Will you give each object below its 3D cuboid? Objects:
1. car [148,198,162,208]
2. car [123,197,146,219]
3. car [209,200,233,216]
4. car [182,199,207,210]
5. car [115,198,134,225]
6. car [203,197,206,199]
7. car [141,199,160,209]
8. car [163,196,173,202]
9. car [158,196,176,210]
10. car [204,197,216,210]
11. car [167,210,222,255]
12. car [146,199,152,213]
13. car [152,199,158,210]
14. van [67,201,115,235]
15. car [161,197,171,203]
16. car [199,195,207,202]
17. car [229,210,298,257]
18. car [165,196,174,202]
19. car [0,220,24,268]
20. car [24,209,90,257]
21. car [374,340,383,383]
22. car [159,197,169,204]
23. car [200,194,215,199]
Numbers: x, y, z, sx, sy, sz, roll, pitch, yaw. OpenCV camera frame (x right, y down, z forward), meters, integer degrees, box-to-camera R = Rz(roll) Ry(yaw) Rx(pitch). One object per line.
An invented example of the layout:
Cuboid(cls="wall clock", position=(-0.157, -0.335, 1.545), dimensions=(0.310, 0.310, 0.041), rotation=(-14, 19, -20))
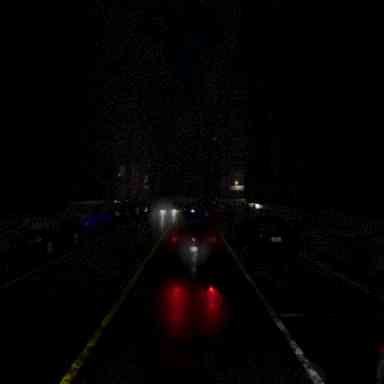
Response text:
Cuboid(cls="car", position=(-5.773, 1.700, 52.397), dimensions=(1.802, 1.307, 4.206), rotation=(0, 0, 0))
Cuboid(cls="car", position=(-5.770, 1.379, 29.851), dimensions=(2.192, 1.841, 5.009), rotation=(0, 0, 0))
Cuboid(cls="car", position=(2.756, 1.646, 29.858), dimensions=(1.802, 1.307, 4.206), rotation=(0, 0, 0))
Cuboid(cls="car", position=(0.083, 1.630, 30.526), dimensions=(1.994, 1.385, 4.181), rotation=(0, 0, 0))
Cuboid(cls="car", position=(-5.769, 1.491, 24.214), dimensions=(1.967, 1.590, 4.097), rotation=(0, 0, 0))
Cuboid(cls="car", position=(2.753, 1.686, 46.767), dimensions=(1.802, 1.307, 4.206), rotation=(0, 0, 0))
Cuboid(cls="car", position=(-5.772, 1.654, 46.760), dimensions=(2.008, 1.369, 4.403), rotation=(0, 0, 0))
Cuboid(cls="car", position=(-5.777, 1.769, 80.580), dimensions=(1.947, 1.339, 4.313), rotation=(0, 0, 0))
Cuboid(cls="car", position=(-3.096, 1.623, 44.541), dimensions=(1.812, 1.442, 4.674), rotation=(0, 0, 0))
Cuboid(cls="car", position=(2.754, 1.672, 41.130), dimensions=(1.802, 1.307, 4.206), rotation=(0, 0, 0))
Cuboid(cls="car", position=(0.080, 1.628, 13.376), dimensions=(1.895, 1.301, 4.718), rotation=(0, 0, 0))
Cuboid(cls="car", position=(-5.770, 1.643, 35.487), dimensions=(1.947, 1.339, 4.313), rotation=(0, 0, 0))
Cuboid(cls="car", position=(-5.771, 1.656, 41.124), dimensions=(1.947, 1.339, 4.313), rotation=(0, 0, 0))
Cuboid(cls="van", position=(-5.769, 1.380, 18.578), dimensions=(1.690, 1.788, 3.998), rotation=(0, 0, 0))
Cuboid(cls="car", position=(-5.776, 1.751, 74.943), dimensions=(1.947, 1.339, 4.313), rotation=(0, 0, 0))
Cuboid(cls="car", position=(2.747, 1.663, 86.220), dimensions=(1.967, 1.590, 4.097), rotation=(0, 0, 0))
Cuboid(cls="car", position=(2.758, 1.592, 12.948), dimensions=(1.947, 1.339, 4.313), rotation=(0, 0, 0))
Cuboid(cls="car", position=(-5.778, 1.773, 86.216), dimensions=(2.008, 1.369, 4.403), rotation=(0, 0, 0))
Cuboid(cls="car", position=(-5.766, 1.539, 7.134), dimensions=(1.752, 1.417, 4.829), rotation=(0, 0, 0))
Cuboid(cls="car", position=(-5.767, 1.577, 12.940), dimensions=(2.008, 1.369, 4.403), rotation=(0, 0, 0))
Cuboid(cls="car", position=(2.759, 1.444, 1.676), dimensions=(1.967, 1.590, 4.097), rotation=(0, 0, 0))
Cuboid(cls="car", position=(-5.775, 1.749, 69.307), dimensions=(1.802, 1.307, 4.206), rotation=(0, 0, 0))
Cuboid(cls="car", position=(2.992, 1.360, 58.288), dimensions=(2.150, 2.045, 5.566), rotation=(0, 0, 0))
